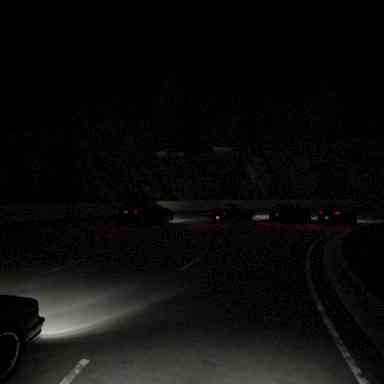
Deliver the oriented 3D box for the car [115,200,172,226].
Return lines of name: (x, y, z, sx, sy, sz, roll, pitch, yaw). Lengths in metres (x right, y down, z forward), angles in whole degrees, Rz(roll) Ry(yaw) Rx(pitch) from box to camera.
car: (-3.334, 1.376, 23.925, 2.097, 1.767, 4.553, 0, 0, 30)

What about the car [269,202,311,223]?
car: (8.164, 1.602, 27.421, 1.882, 1.535, 5.008, 0, 0, 41)

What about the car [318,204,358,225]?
car: (11.244, 1.671, 25.623, 1.812, 1.442, 4.674, 0, 0, 42)

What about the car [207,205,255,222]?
car: (3.325, 1.686, 27.189, 1.895, 1.301, 4.718, 0, 0, 38)

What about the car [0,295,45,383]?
car: (-3.204, 1.527, 2.271, 2.033, 1.411, 5.357, 0, 0, 5)
